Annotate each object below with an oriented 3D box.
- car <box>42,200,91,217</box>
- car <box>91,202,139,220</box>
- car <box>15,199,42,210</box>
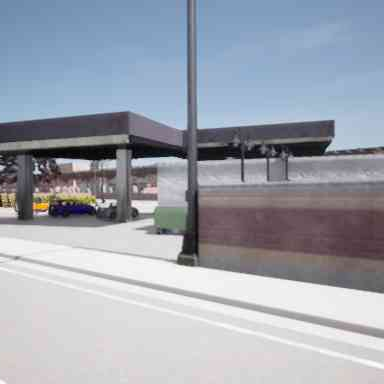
[{"bbox_3d":[-11.730,1.563,32.829,2.242,1.667,4.611,-1,0,37],"label":"car"},{"bbox_3d":[-6.653,1.670,30.031,1.970,1.475,3.806,-1,0,37],"label":"car"},{"bbox_3d":[-18.631,1.559,39.831,2.097,1.767,4.553,-1,0,36],"label":"car"}]
